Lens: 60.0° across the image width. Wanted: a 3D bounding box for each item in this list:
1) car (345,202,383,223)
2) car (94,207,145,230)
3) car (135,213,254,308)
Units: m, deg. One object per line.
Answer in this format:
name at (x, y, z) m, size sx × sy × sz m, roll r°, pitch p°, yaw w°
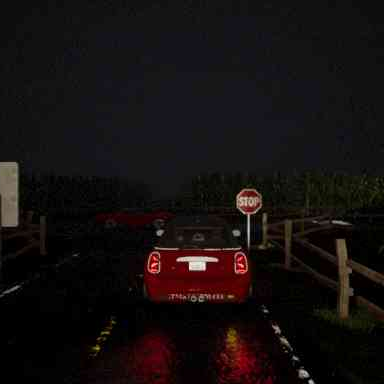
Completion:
car at (13.242, 1.449, 23.741) m, size 4.181 × 1.385 × 1.994 m, roll 0°, pitch 0°, yaw 0°
car at (-3.517, 1.607, 20.813) m, size 4.718 × 1.301 × 1.895 m, roll 0°, pitch 0°, yaw 0°
car at (0.150, 1.351, 8.096) m, size 2.097 × 1.767 × 4.553 m, roll 0°, pitch 0°, yaw 1°
